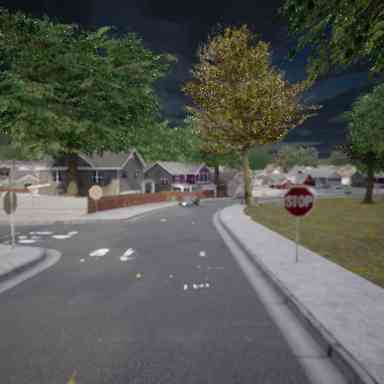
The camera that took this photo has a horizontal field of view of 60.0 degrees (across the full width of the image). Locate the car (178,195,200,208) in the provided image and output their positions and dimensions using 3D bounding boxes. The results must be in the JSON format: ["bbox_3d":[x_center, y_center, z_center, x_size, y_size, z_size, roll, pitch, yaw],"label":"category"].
[{"bbox_3d":[-0.321,1.120,39.988,2.128,1.511,4.902,1,2,13],"label":"car"}]

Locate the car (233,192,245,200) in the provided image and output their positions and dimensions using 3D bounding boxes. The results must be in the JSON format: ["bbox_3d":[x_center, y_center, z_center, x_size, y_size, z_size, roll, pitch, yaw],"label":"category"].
[{"bbox_3d":[9.535,0.795,63.796,1.837,1.490,4.892,2,2,31],"label":"car"}]
